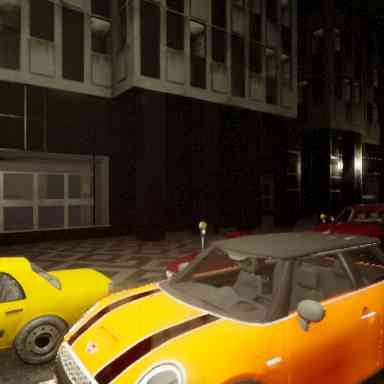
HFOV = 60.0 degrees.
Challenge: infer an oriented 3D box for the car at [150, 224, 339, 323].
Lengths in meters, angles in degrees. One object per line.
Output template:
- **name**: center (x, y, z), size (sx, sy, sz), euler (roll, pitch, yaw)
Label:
- **car**: center (1.342, 1.581, 7.601), size (4.206, 1.307, 1.802), euler (0, 0, -35)

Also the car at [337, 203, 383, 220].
- **car**: center (5.909, 1.314, 10.847), size (5.009, 1.841, 2.192), euler (0, 0, -35)

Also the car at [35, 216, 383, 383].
- **car**: center (0.832, 1.352, 3.969), size (4.553, 1.767, 2.097), euler (0, 0, -35)

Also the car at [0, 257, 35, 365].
- **car**: center (-3.362, 1.525, 4.257), size (4.829, 1.417, 1.752), euler (0, 0, -35)
